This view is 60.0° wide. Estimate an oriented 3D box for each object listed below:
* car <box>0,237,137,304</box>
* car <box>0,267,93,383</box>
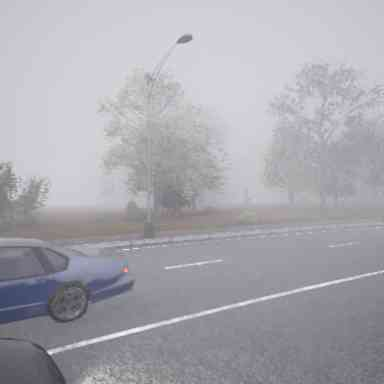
[{"bbox_3d":[-3.668,1.523,5.600,5.357,1.411,2.033,0,0,-35],"label":"car"},{"bbox_3d":[-2.717,1.555,1.654,4.181,1.385,1.994,0,0,-36],"label":"car"}]
